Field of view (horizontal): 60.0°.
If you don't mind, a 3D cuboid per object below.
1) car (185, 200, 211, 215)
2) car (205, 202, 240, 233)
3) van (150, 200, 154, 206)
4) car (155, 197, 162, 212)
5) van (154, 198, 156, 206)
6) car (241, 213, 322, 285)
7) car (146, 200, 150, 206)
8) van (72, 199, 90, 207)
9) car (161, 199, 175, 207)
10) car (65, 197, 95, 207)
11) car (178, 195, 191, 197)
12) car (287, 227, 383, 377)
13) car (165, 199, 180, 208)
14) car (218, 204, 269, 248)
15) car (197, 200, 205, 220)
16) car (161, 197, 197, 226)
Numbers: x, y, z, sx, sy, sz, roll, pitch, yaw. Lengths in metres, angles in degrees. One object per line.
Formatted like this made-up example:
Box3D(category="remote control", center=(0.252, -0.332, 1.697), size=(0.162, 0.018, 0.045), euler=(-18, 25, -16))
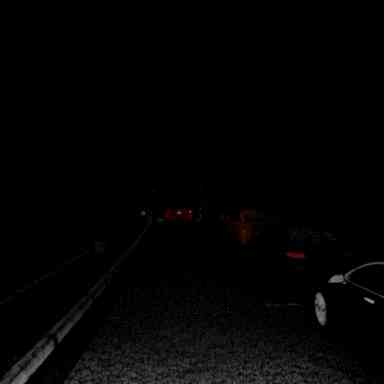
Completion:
Box3D(category="car", center=(0.533, 1.651, 37.114), size=(2.231, 1.521, 4.892), euler=(0, 0, -7))
Box3D(category="car", center=(2.298, 1.439, 20.541), size=(2.185, 1.767, 4.553), euler=(0, 0, -4))
Box3D(category="van", center=(-7.603, 2.231, 75.266), size=(1.878, 1.987, 4.442), euler=(0, -2, -15))
Box3D(category="car", center=(-3.348, 1.701, 42.872), size=(1.882, 1.535, 5.008), euler=(0, -1, -9))
Box3D(category="van", center=(-6.119, 2.050, 69.933), size=(1.878, 1.987, 4.442), euler=(0, -2, -14))
Box3D(category="car", center=(2.877, 1.549, 9.484), size=(2.002, 1.452, 4.674), euler=(0, 0, -1))
Box3D(category="car", center=(-9.158, 2.680, 80.488), size=(2.163, 1.488, 4.792), euler=(0, -2, -16))
Box3D(category="van", center=(-29.824, 2.901, 89.172), size=(4.442, 1.987, 1.878), euler=(0, -2, -20))
Box3D(category="car", center=(-4.737, 2.153, 64.427), size=(2.002, 1.452, 4.674), euler=(0, -2, -14))
Box3D(category="car", center=(-22.075, 2.005, 65.742), size=(5.566, 2.045, 2.435), euler=(0, -2, -15))
Box3D(category="car", center=(-1.246, 1.518, 48.220), size=(2.435, 2.045, 5.566), euler=(0, -1, -10))
Box3D(category="car", center=(2.989, 1.487, 3.937), size=(2.231, 1.521, 4.892), euler=(0, 0, 0))
Box3D(category="car", center=(-3.467, 2.016, 59.033), size=(2.002, 1.452, 4.674), euler=(0, -1, -12))
Box3D(category="car", center=(2.646, 1.537, 15.028), size=(2.097, 1.535, 5.008), euler=(0, 0, -2))
Box3D(category="car", center=(1.220, 1.661, 31.736), size=(2.002, 1.452, 4.674), euler=(0, 0, -6))
Box3D(category="car", center=(-1.061, 1.456, 24.832), size=(2.097, 1.767, 4.553), euler=(0, 0, -5))
